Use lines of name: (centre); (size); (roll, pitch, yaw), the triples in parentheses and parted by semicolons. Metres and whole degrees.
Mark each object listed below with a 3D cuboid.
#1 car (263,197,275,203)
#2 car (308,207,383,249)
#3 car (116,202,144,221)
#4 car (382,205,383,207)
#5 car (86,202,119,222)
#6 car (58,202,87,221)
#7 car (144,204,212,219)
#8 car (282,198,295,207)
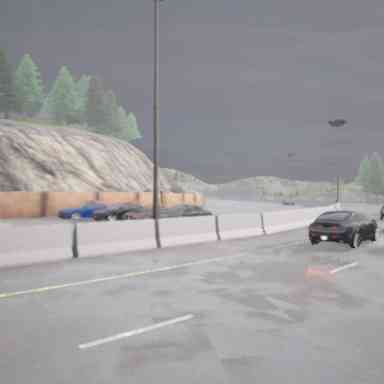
car: (14.187, 1.521, 61.492); (1.812, 1.442, 4.674); (0, 0, 7)
car: (7.018, 1.607, 15.193); (1.837, 1.490, 4.892); (0, 0, 44)
car: (-3.156, 1.701, 25.004); (1.994, 1.385, 4.181); (0, 0, 42)
car: (18.582, 1.816, 30.934); (1.895, 1.301, 4.718); (0, 0, 29)
car: (-5.729, 1.623, 27.341); (1.882, 1.535, 5.008); (0, 0, 42)
car: (-9.042, 1.626, 28.911); (1.882, 1.535, 5.008); (0, 0, 43)
car: (-0.603, 1.634, 22.625); (1.837, 1.490, 4.892); (0, 0, 42)
car: (17.660, 1.868, 61.060); (1.882, 1.535, 5.008); (0, 0, 7)
